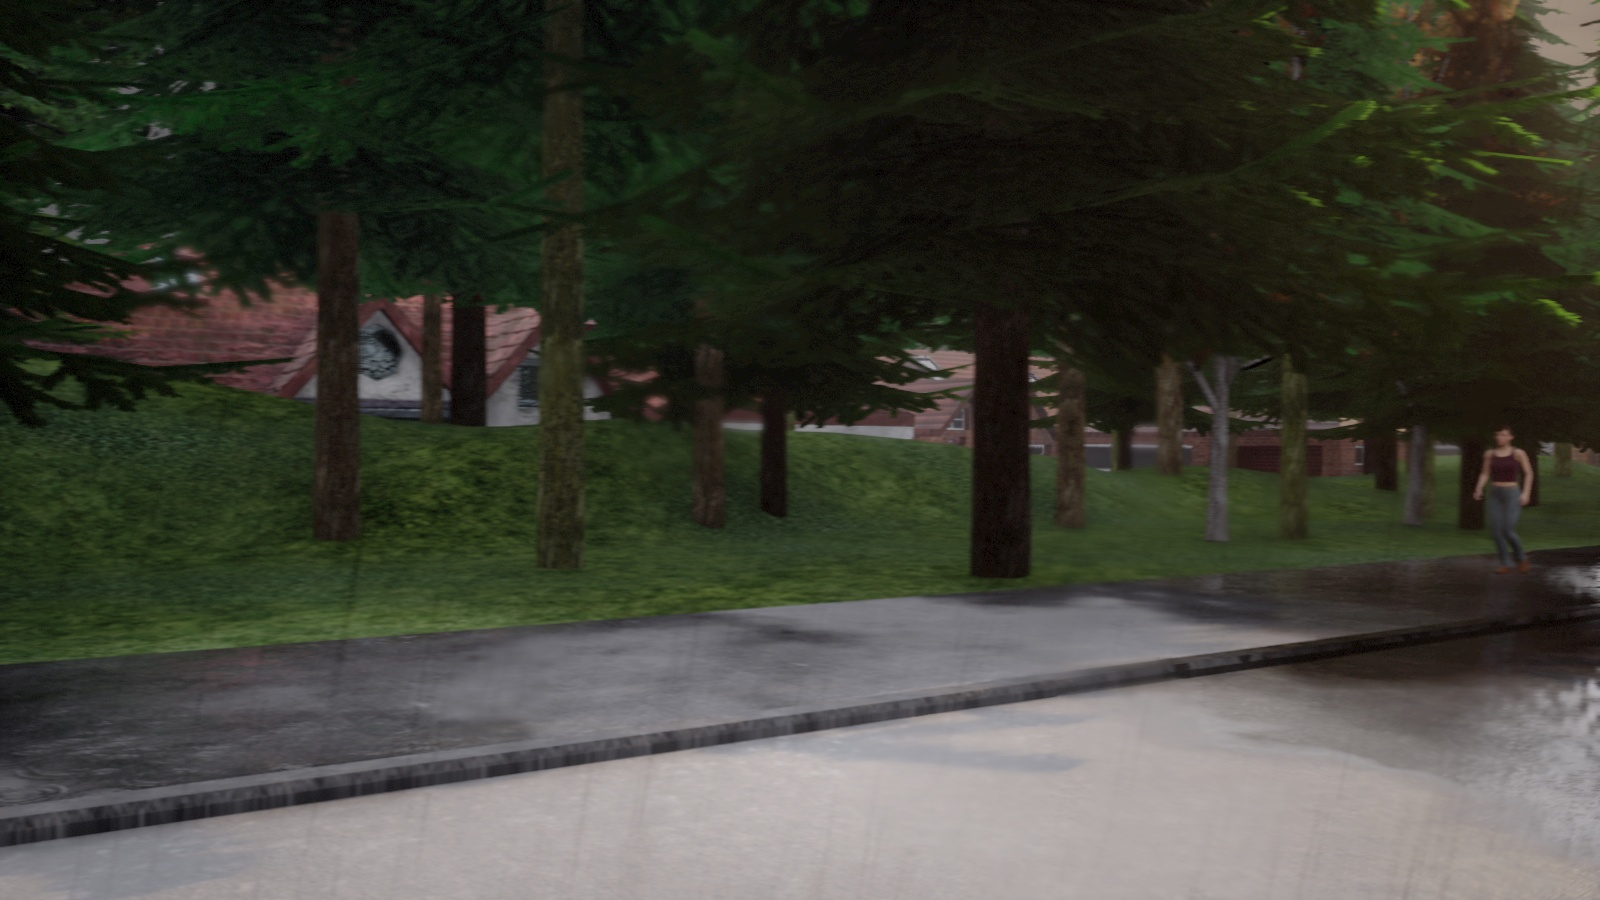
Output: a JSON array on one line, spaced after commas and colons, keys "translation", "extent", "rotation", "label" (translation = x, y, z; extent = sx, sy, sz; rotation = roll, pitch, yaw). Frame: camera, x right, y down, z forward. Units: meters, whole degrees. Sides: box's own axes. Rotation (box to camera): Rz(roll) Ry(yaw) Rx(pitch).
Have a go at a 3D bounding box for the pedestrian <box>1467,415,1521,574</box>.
[{"translation": [8.195, 0.512, 14.824], "extent": [0.594, 1.836, 0.345], "rotation": [0, 0, -36], "label": "pedestrian"}]
